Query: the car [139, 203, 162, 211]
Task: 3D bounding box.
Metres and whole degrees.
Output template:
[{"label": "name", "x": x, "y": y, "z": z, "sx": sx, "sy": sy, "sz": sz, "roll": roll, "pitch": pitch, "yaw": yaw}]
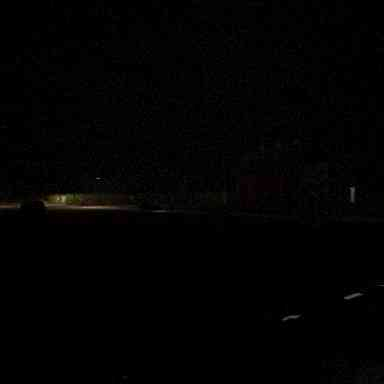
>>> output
[{"label": "car", "x": -7.357, "y": 2.544, "z": 58.041, "sx": 2.033, "sy": 1.411, "sz": 5.357, "roll": 1, "pitch": -2, "yaw": -36}]
